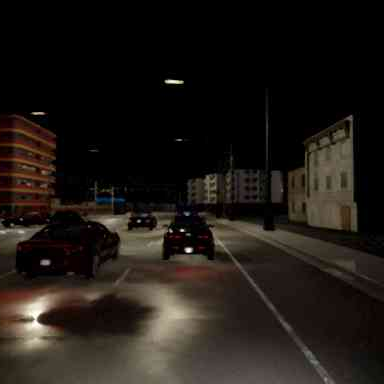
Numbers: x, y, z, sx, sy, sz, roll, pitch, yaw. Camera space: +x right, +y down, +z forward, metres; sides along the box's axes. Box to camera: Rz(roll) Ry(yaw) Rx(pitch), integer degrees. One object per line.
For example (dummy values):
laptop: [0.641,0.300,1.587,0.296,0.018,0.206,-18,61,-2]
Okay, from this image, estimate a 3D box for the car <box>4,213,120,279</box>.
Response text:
car: [-3.606,1.635,10.588,1.882,1.535,5.008,0,-2,-1]

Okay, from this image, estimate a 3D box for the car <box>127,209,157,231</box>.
car: [-3.863,2.281,26.462,2.033,1.411,5.357,0,-3,-1]

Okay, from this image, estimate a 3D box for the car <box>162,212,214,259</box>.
car: [-0.149,1.752,13.533,1.837,1.490,4.892,0,-2,-1]

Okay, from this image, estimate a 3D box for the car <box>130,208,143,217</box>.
car: [-11.691,4.293,70.596,2.097,1.767,4.553,0,-3,-1]

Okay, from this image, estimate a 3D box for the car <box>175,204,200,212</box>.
car: [-0.431,2.198,30.904,2.150,2.045,5.566,0,-3,-1]

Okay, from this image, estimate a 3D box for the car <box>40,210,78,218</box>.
car: [-11.101,2.352,29.161,1.837,1.490,4.892,0,-3,-1]

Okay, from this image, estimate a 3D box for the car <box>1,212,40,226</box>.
car: [-14.603,2.438,29.174,1.895,1.301,4.718,0,-3,-1]
